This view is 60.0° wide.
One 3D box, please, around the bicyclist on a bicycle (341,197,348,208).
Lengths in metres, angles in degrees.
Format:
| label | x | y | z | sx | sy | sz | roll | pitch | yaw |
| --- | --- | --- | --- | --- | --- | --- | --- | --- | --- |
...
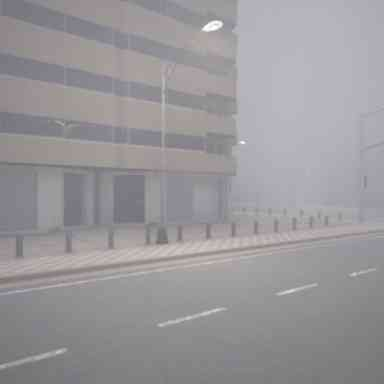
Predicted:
| label | x | y | z | sx | sy | sz | roll | pitch | yaw |
| --- | --- | --- | --- | --- | --- | --- | --- | --- | --- |
| bicyclist on a bicycle | 20.961 | 1.452 | 45.737 | 1.656 | 1.620 | 0.582 | 0 | 0 | -35 |
